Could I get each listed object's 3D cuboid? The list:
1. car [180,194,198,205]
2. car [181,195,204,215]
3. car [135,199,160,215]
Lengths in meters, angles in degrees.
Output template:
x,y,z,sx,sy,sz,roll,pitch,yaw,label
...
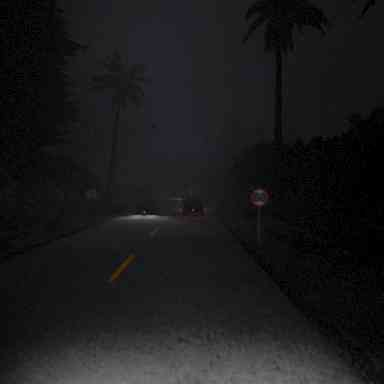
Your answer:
x,y,z,sx,sy,sz,roll,pitch,yaw,label
-0.534,1.167,52.959,2.128,1.511,4.902,0,0,-10,car
0.104,1.301,30.872,2.128,1.511,4.902,0,0,0,car
-4.094,1.354,31.311,2.033,1.411,5.357,0,0,0,car
